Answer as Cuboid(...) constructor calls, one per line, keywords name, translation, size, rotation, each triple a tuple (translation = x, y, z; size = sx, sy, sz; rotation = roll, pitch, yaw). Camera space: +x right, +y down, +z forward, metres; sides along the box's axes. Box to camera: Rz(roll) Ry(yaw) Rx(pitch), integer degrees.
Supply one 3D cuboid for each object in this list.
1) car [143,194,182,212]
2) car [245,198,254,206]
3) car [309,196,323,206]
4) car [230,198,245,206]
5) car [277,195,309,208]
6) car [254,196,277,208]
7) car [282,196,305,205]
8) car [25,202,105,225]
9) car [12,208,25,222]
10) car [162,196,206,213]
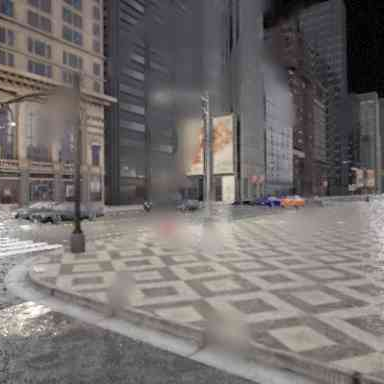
Cuboid(name="car", translation=(-3.146, 1.219, 38.410), size=(2.150, 2.045, 5.566), rotation=(-1, 0, 36))
Cuboid(name="car", translation=(10.849, 1.494, 52.266), size=(2.033, 1.411, 5.357), rotation=(-1, 0, 35))
Cuboid(name="car", translation=(19.523, 1.350, 53.235), size=(2.128, 1.511, 4.902), rotation=(-1, 0, 35))
Cuboid(name="car", translation=(7.933, 1.557, 53.780), size=(1.895, 1.301, 4.718), rotation=(-1, 0, 36))
Cuboid(name="car", translation=(13.790, 1.223, 45.103), size=(2.097, 1.767, 4.553), rotation=(-1, 0, 36))
Cuboid(name="car", translation=(10.982, 1.380, 46.768), size=(1.882, 1.535, 5.008), rotation=(-1, 0, 36))
Cuboid(name="car", translation=(16.876, 1.380, 55.122), size=(2.128, 1.511, 4.902), rotation=(-1, 0, 35))
Cuboid(name="car", translation=(-9.011, 1.550, 24.587), size=(2.033, 1.411, 5.357), rotation=(-1, 0, 35))
Cuboid(name="car", translation=(-11.675, 1.524, 26.452), size=(2.128, 1.511, 4.902), rotation=(-1, 0, 36))
Cuboid(name="car", translation=(-0.480, 1.513, 36.549), size=(2.033, 1.411, 5.357), rotation=(-1, 0, 36))
